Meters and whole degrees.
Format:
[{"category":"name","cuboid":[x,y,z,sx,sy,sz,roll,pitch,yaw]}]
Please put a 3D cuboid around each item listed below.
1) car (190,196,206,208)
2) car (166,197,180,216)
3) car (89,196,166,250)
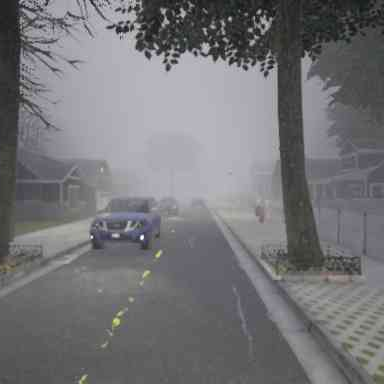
[{"category":"car","cuboid":[0.854,1.354,43.986,1.837,1.490,4.892,0,1,1]},{"category":"car","cuboid":[-2.236,1.259,31.330,2.097,1.767,4.553,0,0,1]},{"category":"car","cuboid":[-2.612,1.192,14.449,2.150,2.045,5.566,0,0,1]}]
